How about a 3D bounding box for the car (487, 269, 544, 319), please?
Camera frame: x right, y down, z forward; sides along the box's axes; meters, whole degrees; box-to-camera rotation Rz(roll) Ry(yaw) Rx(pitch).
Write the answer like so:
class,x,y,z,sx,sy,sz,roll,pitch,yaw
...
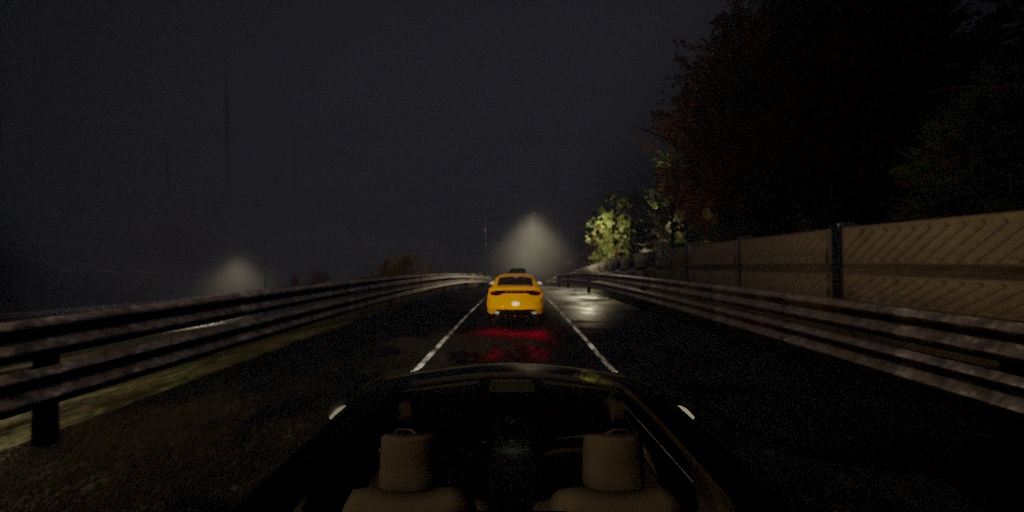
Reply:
class,x,y,z,sx,sy,sz,roll,pitch,yaw
car,0.143,1.405,13.692,1.882,1.535,5.008,0,-1,1
